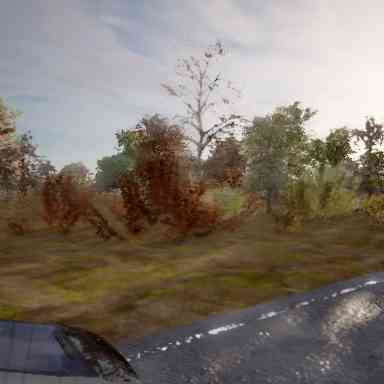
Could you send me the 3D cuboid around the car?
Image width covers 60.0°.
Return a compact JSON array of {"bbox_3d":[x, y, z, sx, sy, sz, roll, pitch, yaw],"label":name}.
[{"bbox_3d":[-2.275,1.562,1.752,4.181,1.385,1.994,0,0,-35],"label":"car"}]
